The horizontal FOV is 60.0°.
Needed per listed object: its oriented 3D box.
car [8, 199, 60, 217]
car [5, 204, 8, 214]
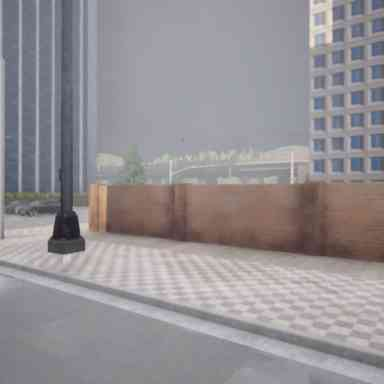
[{"bbox_3d":[-13.427,1.411,30.049,1.837,1.490,4.892,0,0,35],"label":"car"},{"bbox_3d":[-16.466,1.459,31.813,1.994,1.385,4.181,0,0,35],"label":"car"}]
